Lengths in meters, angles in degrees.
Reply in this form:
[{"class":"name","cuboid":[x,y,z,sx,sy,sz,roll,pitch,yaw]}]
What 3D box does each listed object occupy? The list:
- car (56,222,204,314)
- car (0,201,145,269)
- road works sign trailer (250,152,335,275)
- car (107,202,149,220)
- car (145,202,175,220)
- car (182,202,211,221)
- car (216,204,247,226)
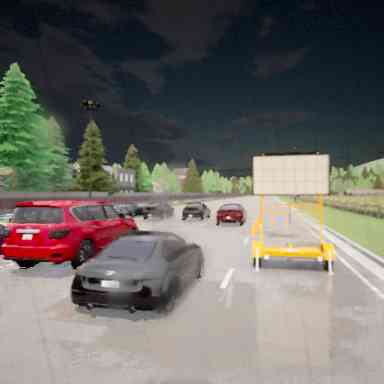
[{"class":"car","cuboid":[-0.989,1.618,7.871,1.994,1.385,4.181,0,0,13]},{"class":"car","cuboid":[-3.751,1.305,11.443,2.150,2.045,5.566,0,0,13]},{"class":"road works sign trailer","cuboid":[3.184,0.523,10.813,2.380,3.560,2.880,0,0,13]},{"class":"car","cuboid":[-6.072,1.769,32.294,2.033,1.411,5.357,0,0,13]},{"class":"car","cuboid":[-2.953,1.704,30.258,1.837,1.490,4.892,0,0,13]},{"class":"car","cuboid":[0.449,1.689,29.441,1.837,1.490,4.892,0,0,13]},{"class":"car","cuboid":[3.066,1.627,25.256,1.882,1.535,5.008,0,0,13]}]
